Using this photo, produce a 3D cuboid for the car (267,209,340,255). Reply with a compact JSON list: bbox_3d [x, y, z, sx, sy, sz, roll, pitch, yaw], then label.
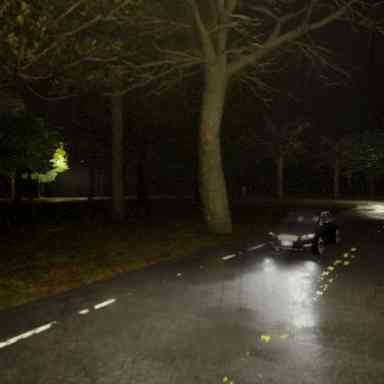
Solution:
[{"bbox_3d":[4.609,1.474,13.384,2.128,1.511,4.902,-1,0,34],"label":"car"}]
